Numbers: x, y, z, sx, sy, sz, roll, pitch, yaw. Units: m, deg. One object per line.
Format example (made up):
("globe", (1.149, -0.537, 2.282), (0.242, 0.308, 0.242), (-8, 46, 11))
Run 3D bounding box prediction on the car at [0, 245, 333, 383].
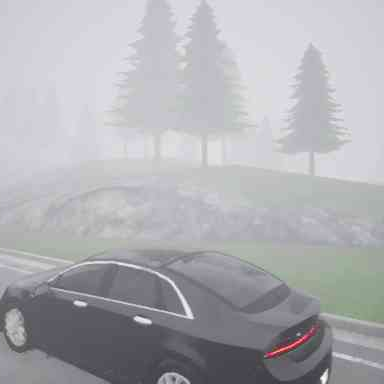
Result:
("car", (-0.738, 1.503, 4.515), (4.892, 1.490, 1.837), (-1, 0, 36))
